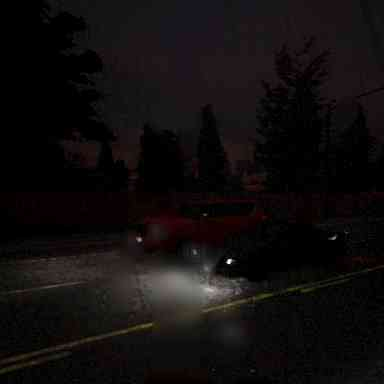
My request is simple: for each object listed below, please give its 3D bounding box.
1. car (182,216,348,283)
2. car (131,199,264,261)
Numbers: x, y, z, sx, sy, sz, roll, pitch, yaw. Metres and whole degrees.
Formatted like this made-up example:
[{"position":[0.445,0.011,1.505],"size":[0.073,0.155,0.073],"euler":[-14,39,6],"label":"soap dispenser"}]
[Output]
[{"position":[2.569,1.618,10.121],"size":[5.357,1.411,2.033],"euler":[1,0,-35],"label":"car"},{"position":[0.466,1.292,12.920],"size":[5.566,2.045,2.150],"euler":[1,0,-35],"label":"car"}]
